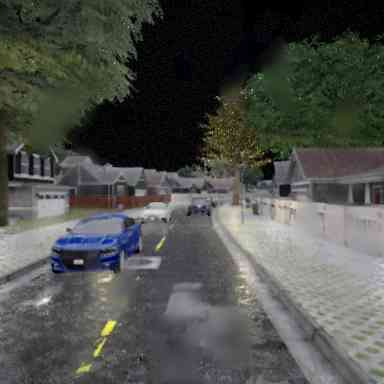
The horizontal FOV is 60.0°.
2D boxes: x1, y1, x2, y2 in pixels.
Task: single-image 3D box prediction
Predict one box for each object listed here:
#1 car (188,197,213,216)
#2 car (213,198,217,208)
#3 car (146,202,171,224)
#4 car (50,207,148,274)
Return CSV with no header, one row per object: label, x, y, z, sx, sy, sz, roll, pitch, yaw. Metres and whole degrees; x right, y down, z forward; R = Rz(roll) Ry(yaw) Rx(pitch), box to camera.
car,0.752,1.321,32.484,2.097,1.767,4.553,0,0,3
car,2.494,1.465,48.133,1.812,1.442,4.674,0,0,8
car,-2.597,1.502,24.891,1.812,1.442,4.674,0,0,2
car,-2.816,1.469,10.783,1.882,1.535,5.008,0,0,0
